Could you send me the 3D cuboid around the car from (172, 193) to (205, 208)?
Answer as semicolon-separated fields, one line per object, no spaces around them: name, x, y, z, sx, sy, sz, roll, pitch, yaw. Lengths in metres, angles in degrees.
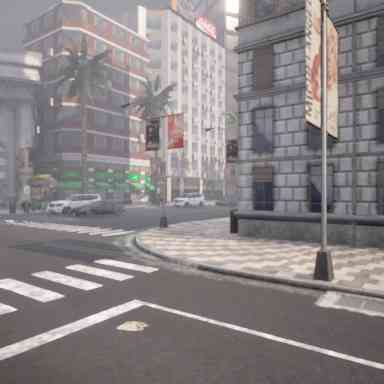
car;-0.401;1.211;47.765;2.150;2.045;5.566;0;1;39

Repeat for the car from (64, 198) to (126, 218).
car;-8.630;1.542;30.794;2.033;1.411;5.357;0;0;36

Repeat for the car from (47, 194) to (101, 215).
car;-11.396;1.215;32.937;2.150;2.045;5.566;0;0;36

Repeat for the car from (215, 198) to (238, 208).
car;5.712;1.542;49.749;2.033;1.411;5.357;0;0;43
